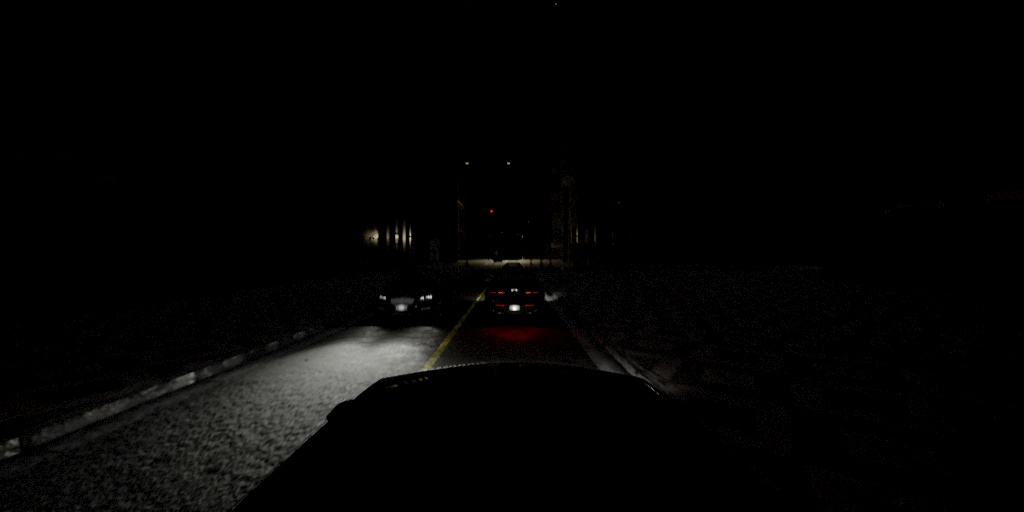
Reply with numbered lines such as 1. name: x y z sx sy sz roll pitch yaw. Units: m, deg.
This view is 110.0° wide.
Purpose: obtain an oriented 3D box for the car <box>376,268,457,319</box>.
1. car: -3.102 1.175 12.488 2.128 1.511 4.902 0 0 0

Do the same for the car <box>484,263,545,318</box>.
1. car: 0.082 1.189 12.562 1.837 1.490 4.892 0 1 0

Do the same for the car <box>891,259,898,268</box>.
1. car: 39.769 0.716 40.043 5.008 1.535 1.882 0 0 1

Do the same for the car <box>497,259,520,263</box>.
1. car: 0.074 1.156 27.028 1.994 1.385 4.181 0 0 0
